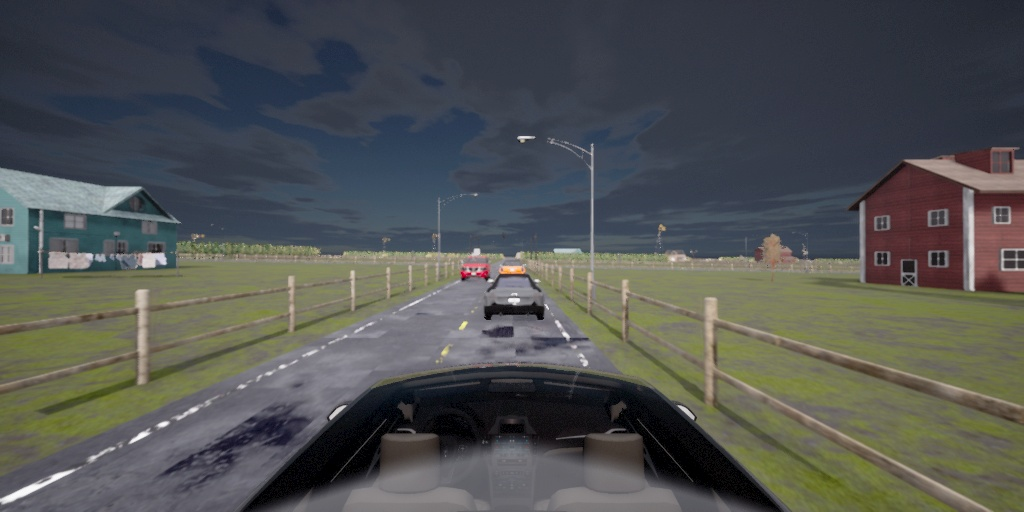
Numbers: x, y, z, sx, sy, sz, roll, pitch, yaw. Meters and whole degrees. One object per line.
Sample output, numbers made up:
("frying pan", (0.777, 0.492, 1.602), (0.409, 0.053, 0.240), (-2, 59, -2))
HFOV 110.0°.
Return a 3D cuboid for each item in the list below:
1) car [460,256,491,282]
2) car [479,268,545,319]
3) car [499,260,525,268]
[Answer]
("car", (-2.914, 0.980, 29.818), (2.150, 2.045, 5.566), (0, 0, 0))
("car", (0.066, 1.317, 12.914), (1.994, 1.385, 4.181), (0, 0, 0))
("car", (0.029, 1.112, 29.675), (2.097, 1.767, 4.553), (0, 0, 0))
